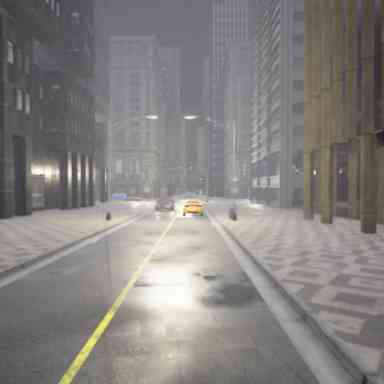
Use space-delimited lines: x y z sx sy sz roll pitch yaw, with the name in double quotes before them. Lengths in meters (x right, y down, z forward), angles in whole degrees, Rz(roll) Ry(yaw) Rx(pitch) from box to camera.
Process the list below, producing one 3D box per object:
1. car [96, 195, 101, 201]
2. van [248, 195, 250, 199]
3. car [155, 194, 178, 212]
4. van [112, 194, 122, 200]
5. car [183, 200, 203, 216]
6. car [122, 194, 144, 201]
"car" -25.355 1.679 84.196 4.507 1.381 1.887 0 1 0
"van" 17.783 1.492 92.880 3.998 1.788 1.690 0 1 0
"car" -3.075 1.377 38.997 2.097 1.767 4.553 0 0 0
"van" -20.201 1.371 92.736 3.998 1.788 1.690 0 1 0
"car" 0.108 1.496 33.477 1.882 1.535 5.008 0 0 0
"car" -14.605 1.691 84.227 4.829 1.417 1.752 0 1 0
